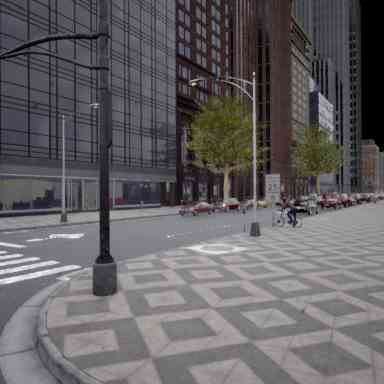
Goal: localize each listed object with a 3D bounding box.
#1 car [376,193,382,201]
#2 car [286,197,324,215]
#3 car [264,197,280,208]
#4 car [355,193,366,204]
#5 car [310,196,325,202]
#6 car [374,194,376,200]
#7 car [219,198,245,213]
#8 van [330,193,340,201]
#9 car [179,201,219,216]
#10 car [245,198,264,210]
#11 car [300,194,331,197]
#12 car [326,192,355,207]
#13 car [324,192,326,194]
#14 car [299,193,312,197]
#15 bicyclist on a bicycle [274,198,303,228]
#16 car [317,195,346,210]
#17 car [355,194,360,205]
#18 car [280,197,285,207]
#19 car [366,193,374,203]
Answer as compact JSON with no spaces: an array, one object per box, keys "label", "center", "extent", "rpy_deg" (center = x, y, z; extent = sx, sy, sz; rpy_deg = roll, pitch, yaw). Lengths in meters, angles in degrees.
[{"label":"car","center":[42.665,1.359,77.959],"extent":[1.802,1.307,4.206],"rpy_deg":[-1,0,35]},{"label":"car","center":[10.706,1.424,31.504],"extent":[1.947,1.339,4.313],"rpy_deg":[0,0,35]},{"label":"car","center":[9.981,1.426,45.492],"extent":[1.752,1.417,4.829],"rpy_deg":[0,0,35]},{"label":"car","center":[26.684,1.118,54.733],"extent":[2.192,1.841,5.009],"rpy_deg":[0,0,35]},{"label":"car","center":[26.061,1.419,68.864],"extent":[1.947,1.339,4.313],"rpy_deg":[0,0,35]},{"label":"car","center":[36.370,1.303,68.809],"extent":[1.752,1.417,4.829],"rpy_deg":[-1,0,35]},{"label":"car","center":[3.684,1.367,36.340],"extent":[1.967,1.590,4.097],"rpy_deg":[0,0,35]},{"label":"van","center":[35.647,1.186,82.803],"extent":[1.690,1.788,3.998],"rpy_deg":[-1,0,35]},{"label":"car","center":[0.489,1.524,31.694],"extent":[1.802,1.307,4.206],"rpy_deg":[0,0,35]},{"label":"car","center":[6.882,1.495,40.986],"extent":[1.802,1.307,4.206],"rpy_deg":[0,0,35]},{"label":"car","center":[16.527,1.340,44.502],"extent":[2.128,1.511,4.902],"rpy_deg":[-1,0,35]},{"label":"car","center":[20.293,1.137,45.442],"extent":[2.192,1.841,5.009],"rpy_deg":[0,0,35]},{"label":"car","center":[22.214,1.052,52.768],"extent":[2.150,2.045,5.566],"rpy_deg":[-1,0,35]},{"label":"car","center":[19.667,1.416,59.571],"extent":[1.887,1.381,4.507],"rpy_deg":[0,0,35]},{"label":"bicyclist on a bicycle","center":[5.277,1.177,18.388],"extent":[1.656,1.620,0.582],"rpy_deg":[-1,0,35]},{"label":"car","center":[17.097,1.377,40.796],"extent":[1.887,1.381,4.507],"rpy_deg":[0,0,35]},{"label":"car","center":[23.490,1.378,50.086],"extent":[1.947,1.339,4.313],"rpy_deg":[0,0,35]},{"label":"car","center":[13.274,1.456,50.279],"extent":[1.947,1.339,4.313],"rpy_deg":[0,0,35]},{"label":"car","center":[33.077,1.100,64.024],"extent":[2.192,1.841,5.009],"rpy_deg":[0,0,35]}]
